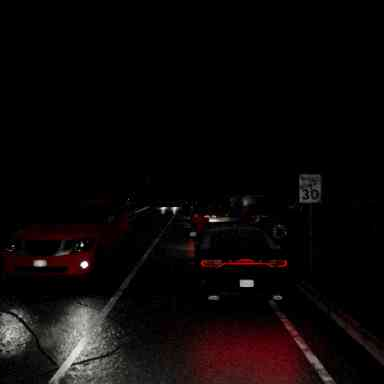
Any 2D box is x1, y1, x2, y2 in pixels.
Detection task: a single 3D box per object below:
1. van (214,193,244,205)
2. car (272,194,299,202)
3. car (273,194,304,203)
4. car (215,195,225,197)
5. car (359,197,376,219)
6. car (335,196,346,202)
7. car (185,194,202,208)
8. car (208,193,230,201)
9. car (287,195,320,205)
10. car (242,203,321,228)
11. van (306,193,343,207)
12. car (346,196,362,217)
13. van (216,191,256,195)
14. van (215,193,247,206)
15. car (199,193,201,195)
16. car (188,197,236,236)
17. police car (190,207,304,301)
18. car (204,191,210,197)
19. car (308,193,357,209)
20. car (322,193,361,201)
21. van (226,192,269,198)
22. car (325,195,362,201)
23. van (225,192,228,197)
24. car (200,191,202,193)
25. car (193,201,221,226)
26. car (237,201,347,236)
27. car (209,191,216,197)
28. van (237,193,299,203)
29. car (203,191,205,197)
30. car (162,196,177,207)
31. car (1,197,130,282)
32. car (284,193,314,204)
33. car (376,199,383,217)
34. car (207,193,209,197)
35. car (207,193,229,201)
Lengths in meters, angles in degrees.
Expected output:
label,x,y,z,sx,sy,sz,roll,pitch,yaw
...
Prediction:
label,x,y,z,sx,sy,sz,roll,pitch,yaw
van,5.792,1.088,52.554,4.442,1.987,1.878,0,1,0
car,18.738,1.187,66.963,4.892,1.521,2.231,0,1,0
car,18.552,1.208,64.186,5.366,1.575,1.946,0,0,0
car,5.699,1.408,41.340,4.892,1.521,2.231,0,0,0
car,18.784,1.454,30.874,5.008,1.535,2.097,0,0,0
car,18.751,1.468,36.423,4.792,1.488,2.163,0,0,0
car,0.007,1.420,45.089,2.033,1.411,5.357,0,0,1
car,5.618,1.038,69.373,4.553,1.767,2.185,0,1,0
car,18.721,1.315,55.860,4.792,1.488,2.163,0,1,0
car,5.726,1.505,21.710,4.674,1.452,2.002,0,0,0
van,18.880,1.134,47.532,4.442,1.987,1.878,0,1,0
car,18.969,1.443,33.651,5.366,1.575,1.946,0,0,0
van,5.805,1.162,44.146,4.442,1.987,1.878,0,0,0
van,5.797,1.113,49.750,4.442,1.987,1.878,0,1,0
car,-0.011,1.273,58.234,2.128,1.511,4.902,0,0,0
car,0.971,1.332,18.377,2.097,1.767,4.553,0,0,0
police car,0.973,1.420,8.504,1.930,1.638,5.238,0,0,0
car,5.629,0.962,63.766,5.566,2.045,2.435,0,1,0
car,18.796,1.133,44.756,5.566,2.045,2.435,0,1,0
car,18.743,1.152,41.979,5.566,2.045,2.435,0,0,0
van,5.594,1.229,30.124,4.442,1.987,1.878,0,0,0
car,18.805,1.451,39.206,4.792,1.488,2.163,0,0,0
van,5.823,1.221,32.925,4.442,1.987,1.878,0,0,0
car,5.795,0.936,94.603,5.366,1.575,1.946,0,1,0
car,0.970,1.471,24.415,1.837,1.490,4.892,0,0,0
car,5.543,1.465,18.907,5.366,1.575,1.946,0,0,0
car,5.656,1.112,46.946,5.566,2.045,2.435,0,1,0
van,5.836,1.236,24.513,4.442,1.987,1.878,0,0,0
car,5.625,0.937,66.569,5.566,2.045,2.435,0,1,0
car,-3.259,1.332,48.108,1.882,1.535,5.008,0,0,0
car,-3.352,1.214,10.099,2.150,2.045,5.566,0,0,0
car,18.777,1.135,58.636,4.553,1.767,2.185,0,1,0
car,18.787,1.461,28.096,4.892,1.521,2.231,0,0,0
car,5.660,1.279,60.965,4.674,1.452,2.002,0,1,0
car,5.613,1.013,72.177,4.553,1.767,2.185,0,1,0
